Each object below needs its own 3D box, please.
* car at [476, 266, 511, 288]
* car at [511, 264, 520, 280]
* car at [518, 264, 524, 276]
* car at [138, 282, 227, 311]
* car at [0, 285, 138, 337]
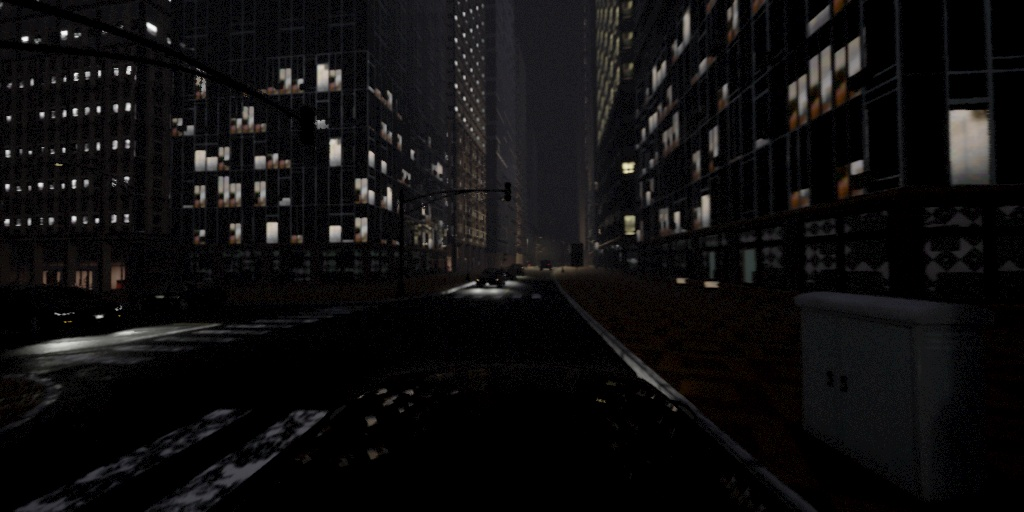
[{"bbox_3d":[-1.542,1.666,28.357,2.033,1.411,5.357,0,-1,5],"label":"car"},{"bbox_3d":[-0.605,1.841,38.351,1.895,1.301,4.718,-1,-1,6],"label":"car"},{"bbox_3d":[0.580,1.838,48.734,1.882,1.535,5.008,-1,-1,7],"label":"car"},{"bbox_3d":[-16.569,1.954,17.920,4.403,1.370,2.007,0,0,10],"label":"car"},{"bbox_3d":[-15.496,1.749,11.882,4.892,1.490,1.837,-2,-1,11],"label":"car"}]
